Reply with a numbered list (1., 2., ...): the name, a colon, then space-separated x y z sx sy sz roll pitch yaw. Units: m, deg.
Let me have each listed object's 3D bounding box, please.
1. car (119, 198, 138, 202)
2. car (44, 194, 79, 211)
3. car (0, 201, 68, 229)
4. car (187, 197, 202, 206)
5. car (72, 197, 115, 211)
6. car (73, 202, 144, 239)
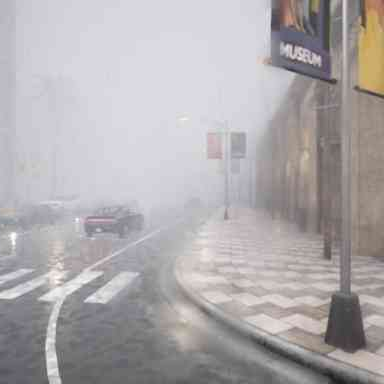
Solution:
1. car: -8.014 1.489 41.756 1.812 1.442 4.674 0 0 7
2. car: -12.780 1.188 32.235 2.150 2.045 5.566 0 0 7
3. car: -10.540 1.525 21.705 2.033 1.411 5.357 0 0 7
4. car: 0.447 1.552 51.862 1.837 1.490 4.892 0 0 9
5. car: -9.292 1.496 31.864 1.812 1.442 4.674 0 0 7
6. car: -3.903 1.485 17.343 2.128 1.511 4.902 0 0 7
